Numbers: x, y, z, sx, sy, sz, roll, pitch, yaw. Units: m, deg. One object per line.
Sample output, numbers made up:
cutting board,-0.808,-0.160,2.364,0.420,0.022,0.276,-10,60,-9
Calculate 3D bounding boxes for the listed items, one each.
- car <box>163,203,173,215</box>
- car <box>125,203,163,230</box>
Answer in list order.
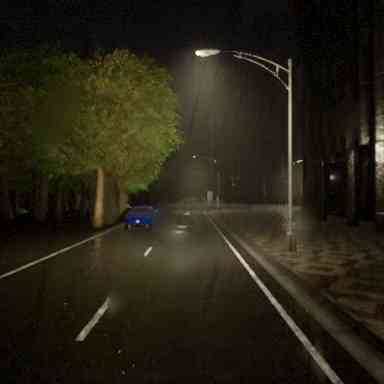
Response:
car,-3.450,2.031,41.104,1.994,1.385,4.181,0,-1,0
car,-3.429,1.732,23.452,1.882,1.535,5.008,0,0,0
